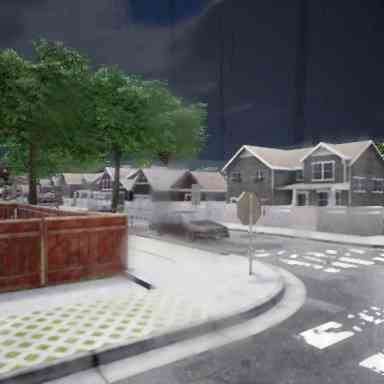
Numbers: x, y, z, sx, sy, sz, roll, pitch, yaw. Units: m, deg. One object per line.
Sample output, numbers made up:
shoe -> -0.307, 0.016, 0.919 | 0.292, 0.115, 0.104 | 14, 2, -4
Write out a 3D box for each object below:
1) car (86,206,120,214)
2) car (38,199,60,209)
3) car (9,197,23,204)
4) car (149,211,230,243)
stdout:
car -> -7.407, 1.831, 27.554 | 1.994, 1.385, 4.181 | 1, -1, -35
car -> -18.909, 1.747, 43.788 | 2.097, 1.767, 4.553 | 1, -1, -35
car -> -44.183, 2.329, 83.964 | 1.895, 1.301, 4.718 | 1, -1, -36
car -> -0.341, 1.742, 17.651 | 2.033, 1.411, 5.357 | 1, -1, -36
